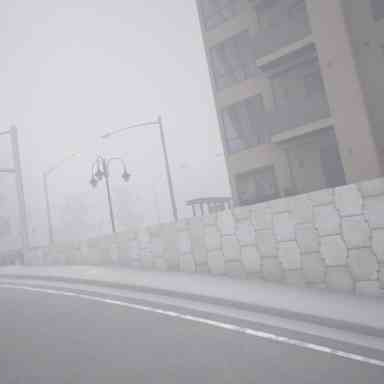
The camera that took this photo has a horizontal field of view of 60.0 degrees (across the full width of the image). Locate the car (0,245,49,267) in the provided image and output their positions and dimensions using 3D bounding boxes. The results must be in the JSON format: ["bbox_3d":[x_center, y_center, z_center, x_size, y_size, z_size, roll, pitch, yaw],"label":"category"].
[{"bbox_3d":[-14.641,5.693,29.941,1.837,1.490,4.892,-15,-8,35],"label":"car"}]
